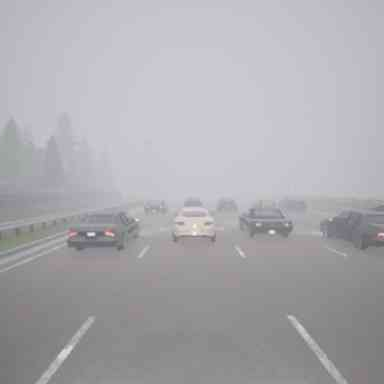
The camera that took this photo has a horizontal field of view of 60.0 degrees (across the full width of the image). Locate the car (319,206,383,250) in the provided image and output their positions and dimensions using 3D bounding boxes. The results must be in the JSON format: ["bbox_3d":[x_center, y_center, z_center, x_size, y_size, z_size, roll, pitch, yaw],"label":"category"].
[{"bbox_3d":[7.102,1.458,13.759,2.033,1.411,5.357,0,0,0],"label":"car"}]

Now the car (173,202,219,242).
[{"bbox_3d":[0.102,1.423,15.751,1.812,1.442,4.674,0,0,0],"label":"car"}]

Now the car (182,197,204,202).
[{"bbox_3d":[0.103,1.286,34.000,1.837,1.490,4.892,0,1,0],"label":"car"}]

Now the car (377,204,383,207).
[{"bbox_3d":[10.602,1.391,17.694,1.837,1.490,4.892,0,1,0],"label":"car"}]

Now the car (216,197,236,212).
[{"bbox_3d":[3.604,1.248,35.498,1.882,1.535,5.008,0,0,0],"label":"car"}]

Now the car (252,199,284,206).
[{"bbox_3d":[7.103,1.392,32.289,1.895,1.301,4.718,0,0,0],"label":"car"}]

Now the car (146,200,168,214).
[{"bbox_3d":[-3.395,1.392,32.280,1.895,1.301,4.718,0,0,0],"label":"car"}]

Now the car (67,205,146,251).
[{"bbox_3d":[-3.397,1.458,13.718,2.033,1.411,5.357,0,0,0],"label":"car"}]

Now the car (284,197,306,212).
[{"bbox_3d":[10.604,1.248,35.507,1.882,1.535,5.008,0,0,0],"label":"car"}]

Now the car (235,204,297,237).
[{"bbox_3d":[3.601,1.489,17.158,1.895,1.301,4.718,0,0,0],"label":"car"}]
